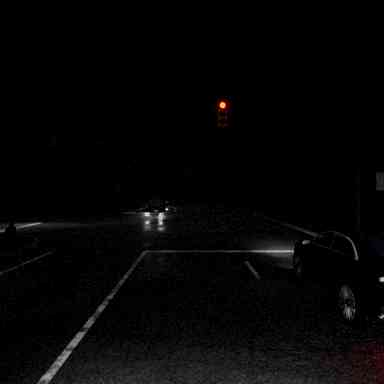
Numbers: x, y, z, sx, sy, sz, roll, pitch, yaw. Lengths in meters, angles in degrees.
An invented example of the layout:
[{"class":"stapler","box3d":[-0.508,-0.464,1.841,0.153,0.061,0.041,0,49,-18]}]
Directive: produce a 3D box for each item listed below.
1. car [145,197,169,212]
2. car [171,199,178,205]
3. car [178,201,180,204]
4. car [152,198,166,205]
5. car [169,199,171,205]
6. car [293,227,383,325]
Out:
[{"class":"car","box3d":[-4.204,1.561,38.825,1.812,1.442,4.674,0,0,3]},{"class":"car","box3d":[-5.145,2.214,74.202,1.994,1.385,4.181,0,-1,-19]},{"class":"car","box3d":[-4.690,2.441,83.542,1.895,1.301,4.718,0,-1,-22]},{"class":"car","box3d":[-8.317,2.345,83.152,1.882,1.535,5.008,0,-1,-25]},{"class":"car","box3d":[-4.895,1.568,53.209,2.097,1.767,4.553,0,-1,-6]},{"class":"car","box3d":[3.586,1.492,7.072,2.128,1.511,4.902,0,0,1]}]
